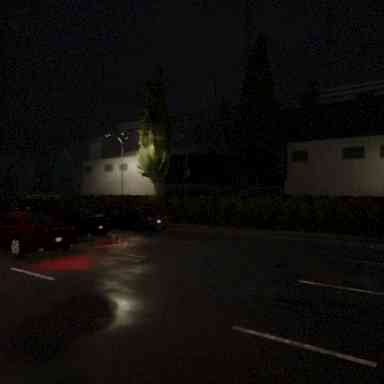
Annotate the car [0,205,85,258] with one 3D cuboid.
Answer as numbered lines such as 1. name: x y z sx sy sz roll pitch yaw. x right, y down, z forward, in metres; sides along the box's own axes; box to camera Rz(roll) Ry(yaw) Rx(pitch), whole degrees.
1. car: -6.593 1.479 12.915 5.008 1.535 1.882 0 0 36

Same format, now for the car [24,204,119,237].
1. car: -6.261 1.479 17.000 5.008 1.535 1.882 0 0 36

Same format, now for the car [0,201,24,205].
1. car: -15.479 1.496 27.860 4.902 1.511 2.128 0 0 36

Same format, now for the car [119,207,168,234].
1. car: -3.416 1.567 19.262 4.181 1.385 1.994 0 0 36
